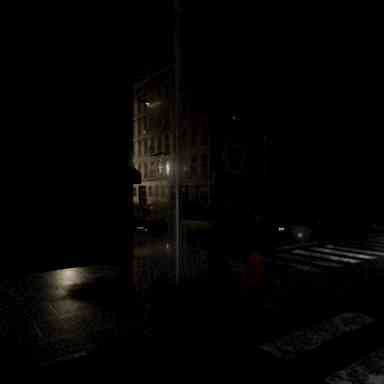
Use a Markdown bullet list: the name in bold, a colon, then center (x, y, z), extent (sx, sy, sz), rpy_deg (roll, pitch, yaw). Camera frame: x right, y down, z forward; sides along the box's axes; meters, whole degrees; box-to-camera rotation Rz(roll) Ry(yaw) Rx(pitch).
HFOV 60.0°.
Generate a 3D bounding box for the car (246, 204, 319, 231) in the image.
- **car**: center (5.735, 1.555, 21.528), extent (1.947, 1.339, 4.313), rpy_deg (0, 0, -35)

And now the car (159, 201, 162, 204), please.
- **car**: center (-3.784, 1.525, 34.893), extent (1.752, 1.417, 4.829), rpy_deg (0, 0, -35)

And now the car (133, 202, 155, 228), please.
- **car**: center (-3.947, 1.583, 21.289), extent (2.008, 1.369, 4.403), rpy_deg (0, 0, -35)

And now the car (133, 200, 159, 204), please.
- **car**: center (-5.057, 1.514, 27.219), extent (2.128, 1.511, 4.902), rpy_deg (0, 0, -35)

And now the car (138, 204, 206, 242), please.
- **car**: center (-0.708, 1.553, 16.741), extent (1.752, 1.417, 4.829), rpy_deg (0, 0, -35)

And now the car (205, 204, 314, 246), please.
- **car**: center (3.065, 1.504, 15.694), extent (2.128, 1.511, 4.902), rpy_deg (0, 0, -34)

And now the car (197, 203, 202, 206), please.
- **car**: center (2.595, 1.575, 25.937), extent (1.802, 1.307, 4.206), rpy_deg (0, 0, -35)

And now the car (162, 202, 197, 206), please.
- **car**: center (-0.545, 1.563, 30.345), extent (1.947, 1.339, 4.313), rpy_deg (0, 0, -35)
